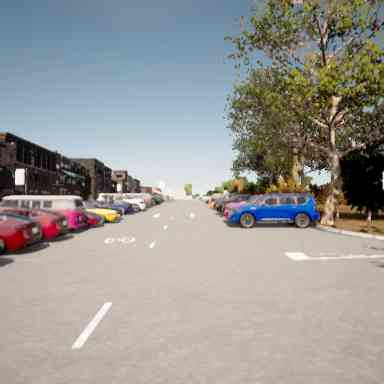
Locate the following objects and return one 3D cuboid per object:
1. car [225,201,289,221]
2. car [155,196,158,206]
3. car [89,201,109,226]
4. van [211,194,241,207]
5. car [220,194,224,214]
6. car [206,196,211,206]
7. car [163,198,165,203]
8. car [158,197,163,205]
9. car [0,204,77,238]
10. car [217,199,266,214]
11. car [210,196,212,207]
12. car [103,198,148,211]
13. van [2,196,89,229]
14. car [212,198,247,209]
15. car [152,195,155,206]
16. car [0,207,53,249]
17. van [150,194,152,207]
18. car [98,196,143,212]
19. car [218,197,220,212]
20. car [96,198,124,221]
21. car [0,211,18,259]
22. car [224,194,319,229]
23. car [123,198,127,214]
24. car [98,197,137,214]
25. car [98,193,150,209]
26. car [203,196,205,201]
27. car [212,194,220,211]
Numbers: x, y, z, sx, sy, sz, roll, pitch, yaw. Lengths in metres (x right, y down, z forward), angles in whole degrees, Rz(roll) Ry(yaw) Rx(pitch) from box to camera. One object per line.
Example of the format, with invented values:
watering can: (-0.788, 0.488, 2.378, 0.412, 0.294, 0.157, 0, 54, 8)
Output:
car: (5.082, 1.474, 26.454, 4.674, 1.452, 2.002, 0, 0, 0)
car: (-8.022, 1.384, 51.354, 4.553, 1.767, 2.185, 0, 0, 0)
car: (-7.965, 1.459, 20.520, 4.792, 1.488, 2.163, 0, 0, 0)
van: (5.206, 1.285, 51.399, 4.442, 1.987, 1.878, 0, 0, 0)
car: (5.056, 1.180, 23.547, 5.566, 2.045, 2.435, 0, 0, 0)
car: (4.900, 1.478, 43.041, 5.366, 1.575, 1.946, 0, 0, 0)
car: (-7.945, 1.326, 62.566, 5.566, 2.045, 2.435, 0, 0, 0)
car: (-7.959, 1.272, 54.156, 5.566, 2.045, 2.435, 0, 0, 0)
car: (-8.024, 1.457, 14.913, 4.792, 1.488, 2.163, 0, 0, 0)
car: (5.114, 1.482, 34.685, 4.792, 1.488, 2.163, 0, 0, 0)
car: (5.079, 1.472, 40.255, 5.008, 1.535, 2.097, 0, 0, 0)
car: (-8.000, 1.470, 40.139, 5.008, 1.535, 2.097, 0, 0, 0)
van: (-8.111, 1.202, 17.716, 4.442, 1.987, 1.878, 0, 0, 0)
car: (5.084, 1.531, 45.826, 4.674, 1.452, 2.002, 0, 0, 0)
car: (-7.999, 1.491, 45.745, 4.892, 1.521, 2.231, 0, 0, 0)
car: (-8.024, 1.456, 12.110, 4.792, 1.488, 2.163, 0, 0, 0)
van: (-7.878, 1.254, 42.944, 4.442, 1.987, 1.878, 0, 0, 0)
car: (-7.999, 1.452, 34.528, 4.892, 1.521, 2.231, 0, 0, 0)
car: (5.080, 1.439, 29.115, 5.008, 1.535, 2.097, 0, 0, 0)
car: (-7.809, 1.427, 23.323, 5.366, 1.575, 1.946, 0, 0, 0)
car: (-8.000, 1.426, 9.306, 5.008, 1.535, 2.097, 0, 0, 0)
car: (5.057, 1.179, 20.885, 5.566, 2.045, 2.435, 0, 0, 0)
car: (-8.000, 1.432, 26.123, 5.008, 1.535, 2.097, 0, 0, 0)
car: (-8.024, 1.472, 31.731, 4.792, 1.488, 2.163, 0, 0, 0)
car: (-7.966, 1.209, 37.336, 5.566, 2.045, 2.435, 0, 0, 0)
car: (5.111, 1.577, 62.534, 5.008, 1.535, 2.097, 0, -1, 0)
car: (5.057, 1.193, 31.902, 5.566, 2.045, 2.435, 0, 0, 0)
